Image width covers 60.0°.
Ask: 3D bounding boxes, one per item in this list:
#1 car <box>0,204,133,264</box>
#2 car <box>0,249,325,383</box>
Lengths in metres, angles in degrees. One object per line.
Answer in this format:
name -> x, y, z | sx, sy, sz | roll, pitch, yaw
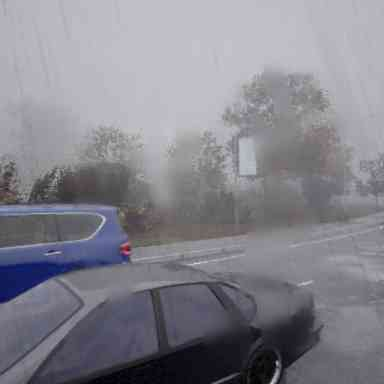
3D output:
car -> -3.730, 1.248, 5.719 | 5.566, 2.045, 2.150 | 1, -1, -36
car -> -0.813, 1.562, 3.514 | 5.357, 1.411, 2.033 | 0, 0, -36
